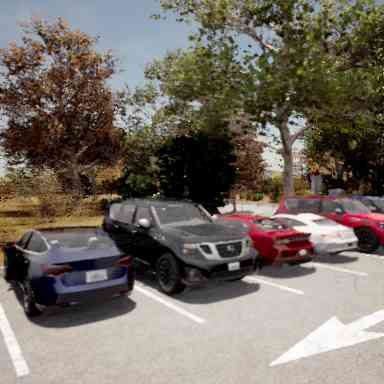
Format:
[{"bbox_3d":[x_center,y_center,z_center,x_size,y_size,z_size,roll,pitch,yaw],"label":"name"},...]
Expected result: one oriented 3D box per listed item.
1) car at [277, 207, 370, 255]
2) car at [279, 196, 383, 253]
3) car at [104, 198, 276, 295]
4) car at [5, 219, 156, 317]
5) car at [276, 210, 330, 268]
[{"bbox_3d":[3.704,1.503,12.451,2.002,1.452,4.674,0,0,-36],"label":"car"},{"bbox_3d":[6.086,1.211,14.119,2.435,2.045,5.566,0,0,-35],"label":"car"},{"bbox_3d":[-0.715,1.217,9.265,2.435,2.045,5.566,0,0,-36],"label":"car"},{"bbox_3d":[-3.013,1.504,7.695,2.163,1.488,4.792,0,0,-35],"label":"car"},{"bbox_3d":[1.540,1.465,10.903,2.097,1.535,5.008,0,0,-36],"label":"car"}]
